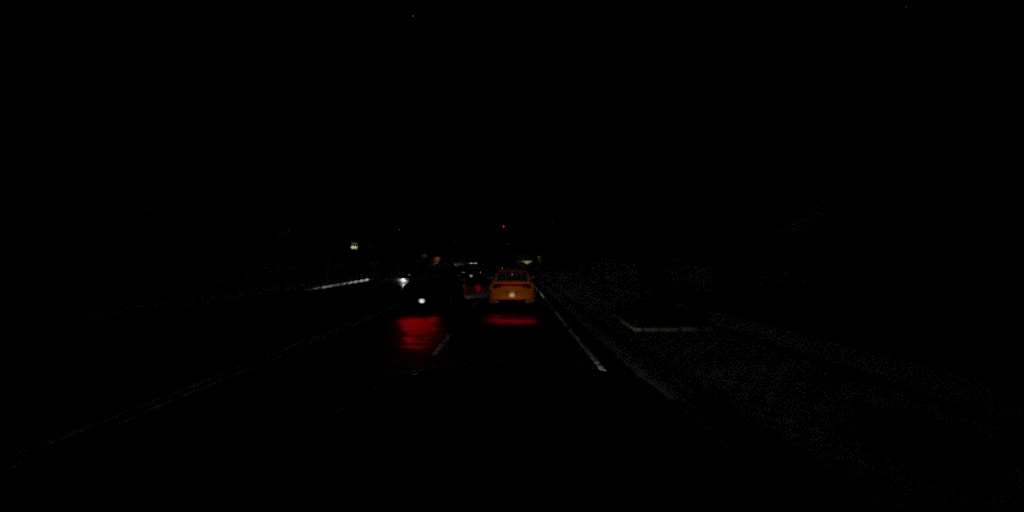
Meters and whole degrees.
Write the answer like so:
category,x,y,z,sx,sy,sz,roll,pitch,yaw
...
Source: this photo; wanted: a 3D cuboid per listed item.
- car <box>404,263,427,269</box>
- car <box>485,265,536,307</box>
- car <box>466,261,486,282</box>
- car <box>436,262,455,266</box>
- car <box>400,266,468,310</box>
category,x,y,z,sx,sy,sz,roll,pitch,yaw
car,-9.758,1.413,36.649,2.033,1.411,5.357,0,0,0
car,0.024,1.330,16.066,1.882,1.535,5.008,0,0,0
car,-3.231,1.403,30.707,1.812,1.442,4.674,0,0,0
car,-6.526,1.347,34.945,1.882,1.535,5.008,0,0,0
car,-3.234,1.357,15.335,1.837,1.490,4.892,0,0,0
